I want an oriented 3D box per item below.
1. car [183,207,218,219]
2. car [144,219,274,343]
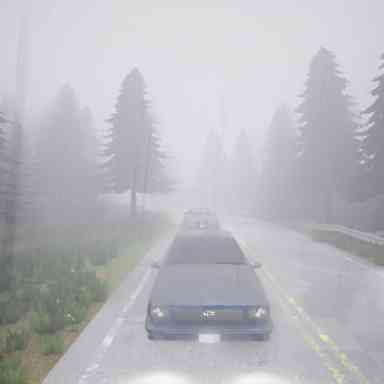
[{"bbox_3d":[0.461,1.584,19.165,1.994,1.385,4.181,0,0,-2],"label":"car"},{"bbox_3d":[0.277,1.557,7.080,2.033,1.411,5.357,0,0,1],"label":"car"}]
